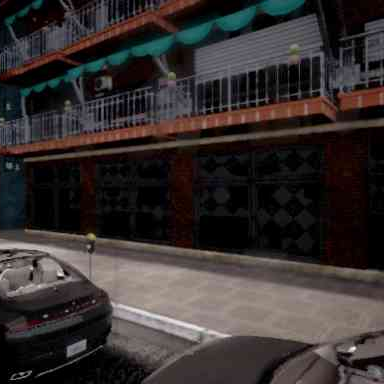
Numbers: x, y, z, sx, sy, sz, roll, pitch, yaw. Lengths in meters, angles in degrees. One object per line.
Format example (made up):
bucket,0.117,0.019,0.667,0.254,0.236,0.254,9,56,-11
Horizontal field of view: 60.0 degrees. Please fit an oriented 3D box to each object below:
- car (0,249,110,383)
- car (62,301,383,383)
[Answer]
car,-3.102,1.558,5.085,4.403,1.369,2.008,0,0,35
car,1.509,1.550,1.799,4.403,1.369,2.008,0,0,35
